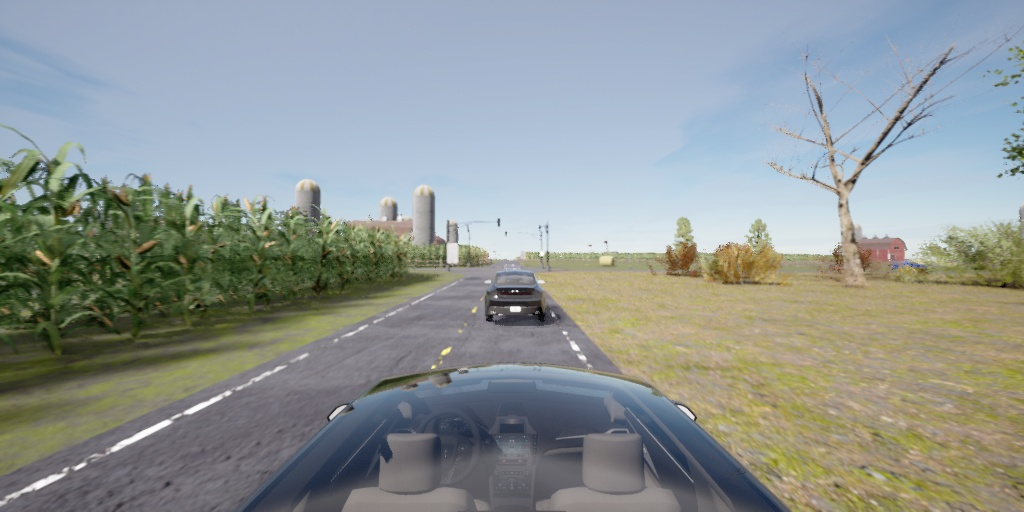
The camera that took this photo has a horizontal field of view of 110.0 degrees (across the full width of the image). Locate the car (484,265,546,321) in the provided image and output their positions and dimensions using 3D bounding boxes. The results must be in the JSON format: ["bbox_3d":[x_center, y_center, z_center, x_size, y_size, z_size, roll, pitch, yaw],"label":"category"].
[{"bbox_3d":[0.099,1.238,12.431,1.837,1.490,4.892,0,0,0],"label":"car"}]
